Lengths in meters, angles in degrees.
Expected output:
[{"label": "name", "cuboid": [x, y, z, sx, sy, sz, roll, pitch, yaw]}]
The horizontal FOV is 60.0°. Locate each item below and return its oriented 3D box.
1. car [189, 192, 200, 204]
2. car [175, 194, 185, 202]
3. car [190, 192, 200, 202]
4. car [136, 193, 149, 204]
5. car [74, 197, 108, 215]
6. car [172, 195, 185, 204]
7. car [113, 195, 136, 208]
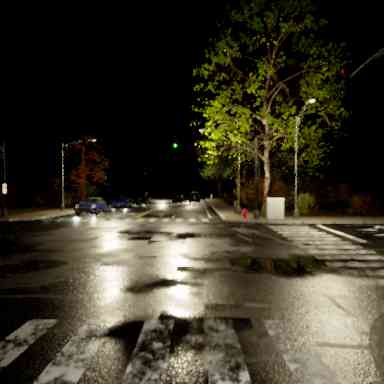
[{"label": "car", "cuboid": [0.483, 1.255, 63.293, 2.097, 1.767, 4.553, 0, 0, 1]}, {"label": "car", "cuboid": [-2.611, 1.300, 73.375, 2.128, 1.511, 4.902, 0, 0, 1]}, {"label": "car", "cuboid": [0.639, 1.001, 73.353, 2.150, 2.045, 5.566, 0, 0, 1]}, {"label": "car", "cuboid": [-9.321, 1.131, 61.494, 2.150, 2.045, 5.566, 0, 0, 1]}, {"label": "car", "cuboid": [-9.835, 1.314, 32.679, 2.097, 1.767, 4.553, 0, 0, 1]}, {"label": "car", "cuboid": [-2.773, 1.451, 62.958, 2.033, 1.411, 5.357, 0, 0, 1]}, {"label": "car", "cuboid": [-9.611, 1.415, 46.193, 1.882, 1.535, 5.008, 0, 1, 1]}]
